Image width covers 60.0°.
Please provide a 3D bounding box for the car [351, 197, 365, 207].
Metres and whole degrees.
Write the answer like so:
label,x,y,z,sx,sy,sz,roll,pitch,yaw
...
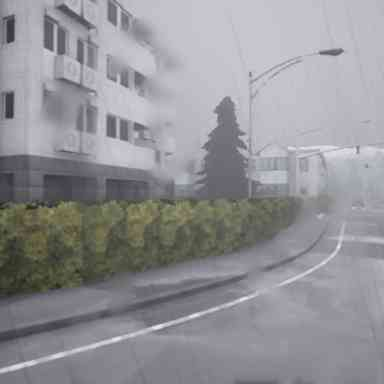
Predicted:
label,x,y,z,sx,sy,sz,roll,pitch,yaw
car,32.490,1.910,65.043,2.150,2.045,5.566,0,0,26
